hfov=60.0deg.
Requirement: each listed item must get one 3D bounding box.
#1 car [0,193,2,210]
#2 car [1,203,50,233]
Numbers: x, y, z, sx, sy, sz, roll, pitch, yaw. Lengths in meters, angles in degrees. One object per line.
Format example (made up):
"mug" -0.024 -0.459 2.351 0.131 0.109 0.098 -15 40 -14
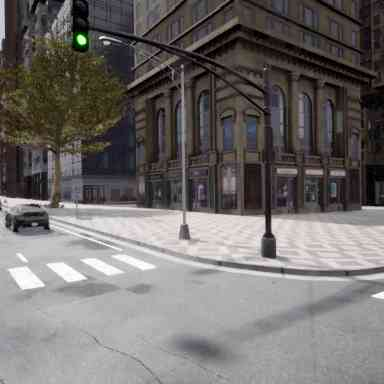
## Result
"car" -24.474 1.147 40.243 2.150 2.045 5.566 -1 1 -36
"car" -9.819 1.462 19.738 1.837 1.490 4.892 -1 1 -36
